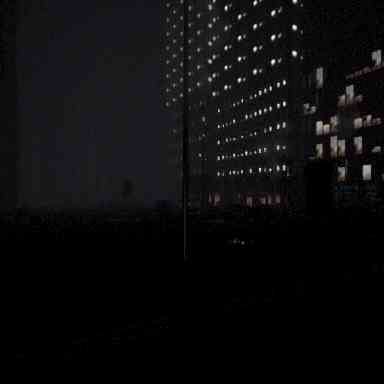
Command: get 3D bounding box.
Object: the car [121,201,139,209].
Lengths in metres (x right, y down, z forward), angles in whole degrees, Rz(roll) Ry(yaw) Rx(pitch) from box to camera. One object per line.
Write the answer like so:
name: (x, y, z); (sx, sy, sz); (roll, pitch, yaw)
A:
car: (-11.141, 2.525, 61.351); (2.008, 1.369, 4.403); (-1, -1, -26)

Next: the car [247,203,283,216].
car: (8.671, 2.068, 39.705); (1.947, 1.339, 4.313); (-1, -1, -26)

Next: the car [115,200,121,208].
car: (-13.522, 2.602, 66.259); (1.752, 1.417, 4.829); (-1, -1, -26)

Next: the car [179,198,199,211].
car: (-0.768, 2.003, 53.109); (2.150, 2.045, 5.566); (0, -1, -25)

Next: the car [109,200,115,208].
car: (-16.050, 2.731, 71.472); (1.887, 1.381, 4.507); (-1, -1, -26)

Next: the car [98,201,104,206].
car: (-23.412, 3.053, 86.652); (1.887, 1.381, 4.507); (-1, -1, -26)

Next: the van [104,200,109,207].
van: (-18.508, 2.634, 76.534); (1.690, 1.788, 3.998); (-1, -1, -26)

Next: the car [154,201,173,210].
car: (-5.416, 2.454, 62.613); (1.882, 1.535, 5.008); (0, -1, -26)

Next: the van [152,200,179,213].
van: (-3.782, 2.005, 46.173); (1.690, 1.788, 3.998); (-1, -1, -26)

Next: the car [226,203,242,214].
car: (6.217, 2.168, 44.766); (1.947, 1.339, 4.313); (-1, -1, -26)

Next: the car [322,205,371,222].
car: (13.580, 1.854, 29.584); (2.008, 1.369, 4.403); (-1, -1, -26)

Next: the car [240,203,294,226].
car: (6.040, 1.813, 25.927); (2.008, 1.369, 4.403); (-1, -1, -26)

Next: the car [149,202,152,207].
car: (-8.509, 2.808, 75.128); (1.802, 1.307, 4.206); (-1, -1, -26)
